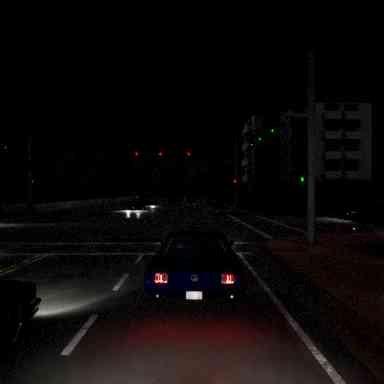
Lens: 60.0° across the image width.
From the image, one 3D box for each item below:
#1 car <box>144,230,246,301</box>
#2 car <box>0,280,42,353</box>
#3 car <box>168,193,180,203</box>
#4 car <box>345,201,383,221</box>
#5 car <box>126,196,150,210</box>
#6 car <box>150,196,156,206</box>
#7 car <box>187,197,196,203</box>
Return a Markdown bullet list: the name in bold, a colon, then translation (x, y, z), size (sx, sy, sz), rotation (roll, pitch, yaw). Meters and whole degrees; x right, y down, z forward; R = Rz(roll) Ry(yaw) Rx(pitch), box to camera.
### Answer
- **car**: translation (0.114, 1.601, 8.291), size (1.895, 1.301, 4.718), rotation (0, 0, 2)
- **car**: translation (-3.452, 1.547, 3.087), size (2.033, 1.411, 5.357), rotation (0, 0, 0)
- **car**: translation (-3.647, 1.221, 67.338), size (2.150, 2.045, 5.566), rotation (0, 0, 0)
- **car**: translation (15.000, 1.504, 27.013), size (4.892, 1.490, 1.837), rotation (0, 0, -2)
- **car**: translation (-7.178, 1.547, 43.300), size (2.033, 1.411, 5.357), rotation (0, 0, 0)
- **car**: translation (-7.186, 1.505, 56.501), size (1.837, 1.490, 4.892), rotation (0, 0, 0)
- **car**: translation (-0.147, 1.601, 67.360), size (1.895, 1.301, 4.718), rotation (0, 0, 0)
